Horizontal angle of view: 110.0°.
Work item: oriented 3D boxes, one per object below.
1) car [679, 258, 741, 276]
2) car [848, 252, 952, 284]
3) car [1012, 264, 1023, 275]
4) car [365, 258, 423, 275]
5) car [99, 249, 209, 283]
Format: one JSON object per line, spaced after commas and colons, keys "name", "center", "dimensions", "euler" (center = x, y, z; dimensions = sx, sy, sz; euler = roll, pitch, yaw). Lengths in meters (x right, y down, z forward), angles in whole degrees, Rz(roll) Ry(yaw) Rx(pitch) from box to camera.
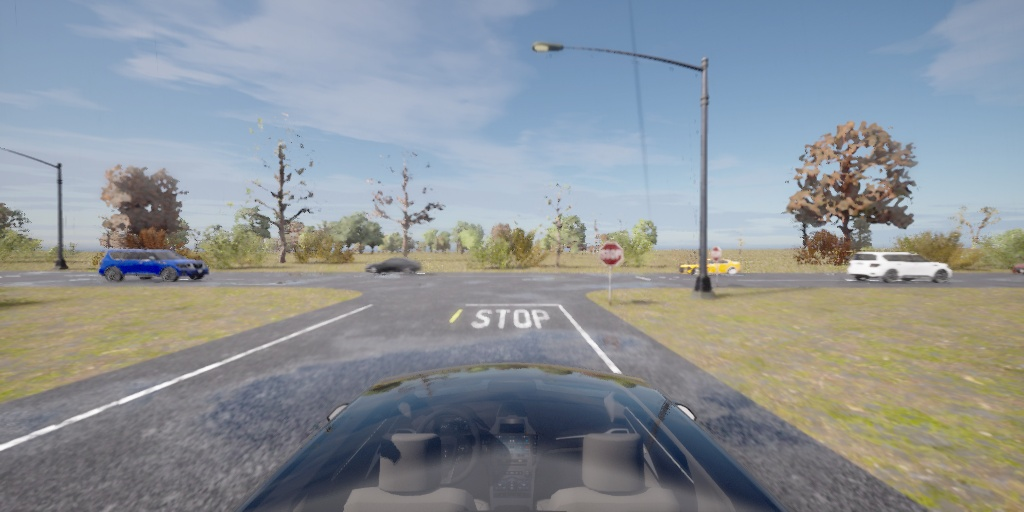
{"name": "car", "center": [17.013, 0.926, 30.949], "dimensions": [5.008, 1.535, 1.882], "euler": [-1, 1, -2]}
{"name": "car", "center": [26.009, 0.761, 24.192], "dimensions": [5.566, 2.045, 2.150], "euler": [0, 1, -2]}
{"name": "car", "center": [47.676, 1.003, 31.832], "dimensions": [5.008, 1.535, 1.882], "euler": [-1, 1, -2]}
{"name": "car", "center": [-9.903, 0.851, 30.246], "dimensions": [4.674, 1.442, 1.812], "euler": [0, 1, -2]}
{"name": "car", "center": [-22.727, 0.596, 22.874], "dimensions": [5.566, 2.045, 2.150], "euler": [0, 1, -2]}
